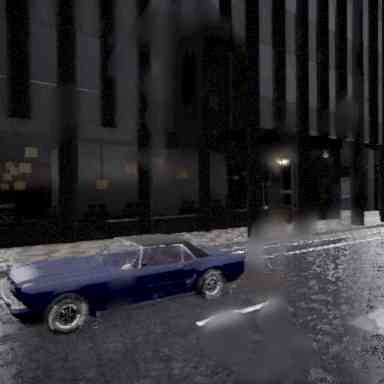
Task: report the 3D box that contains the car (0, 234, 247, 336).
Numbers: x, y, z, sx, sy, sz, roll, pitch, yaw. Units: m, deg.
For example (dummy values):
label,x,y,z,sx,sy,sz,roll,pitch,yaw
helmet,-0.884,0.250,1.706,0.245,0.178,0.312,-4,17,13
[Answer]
label,x,y,z,sx,sy,sz,roll,pitch,yaw
car,-1.196,1.595,6.799,4.718,1.301,1.895,0,0,-35
